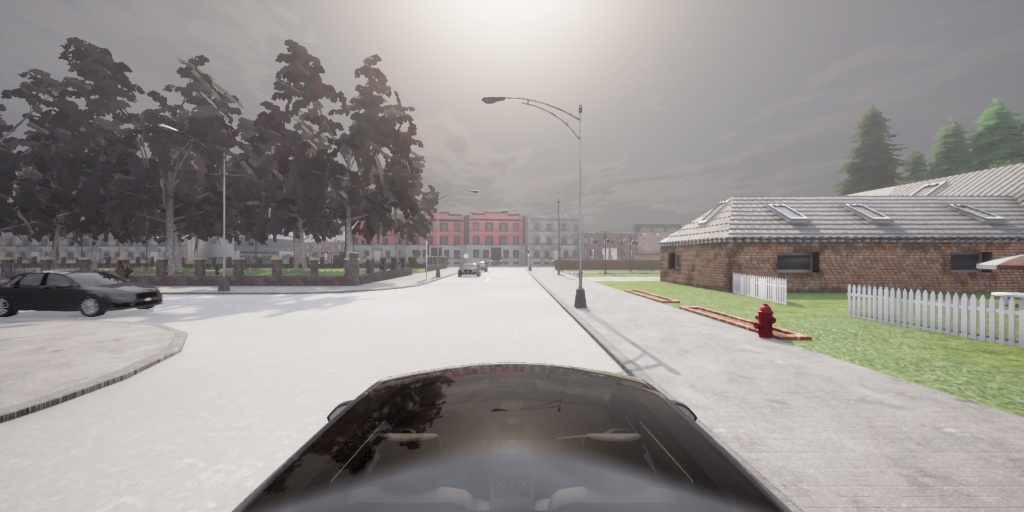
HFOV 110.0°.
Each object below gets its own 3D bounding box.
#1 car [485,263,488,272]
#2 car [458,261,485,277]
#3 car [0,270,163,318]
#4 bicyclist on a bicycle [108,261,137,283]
[{"bbox_3d":[-4.109,1.314,45.593,1.994,1.385,4.181,0,0,0],"label":"car"},{"bbox_3d":[-4.125,1.314,35.608,1.994,1.385,4.181,0,0,0],"label":"car"},{"bbox_3d":[-15.089,1.255,12.467,4.892,1.490,1.837,0,0,0],"label":"car"},{"bbox_3d":[-22.656,1.099,20.853,0.582,1.620,1.656,0,0,0],"label":"bicyclist on a bicycle"}]
